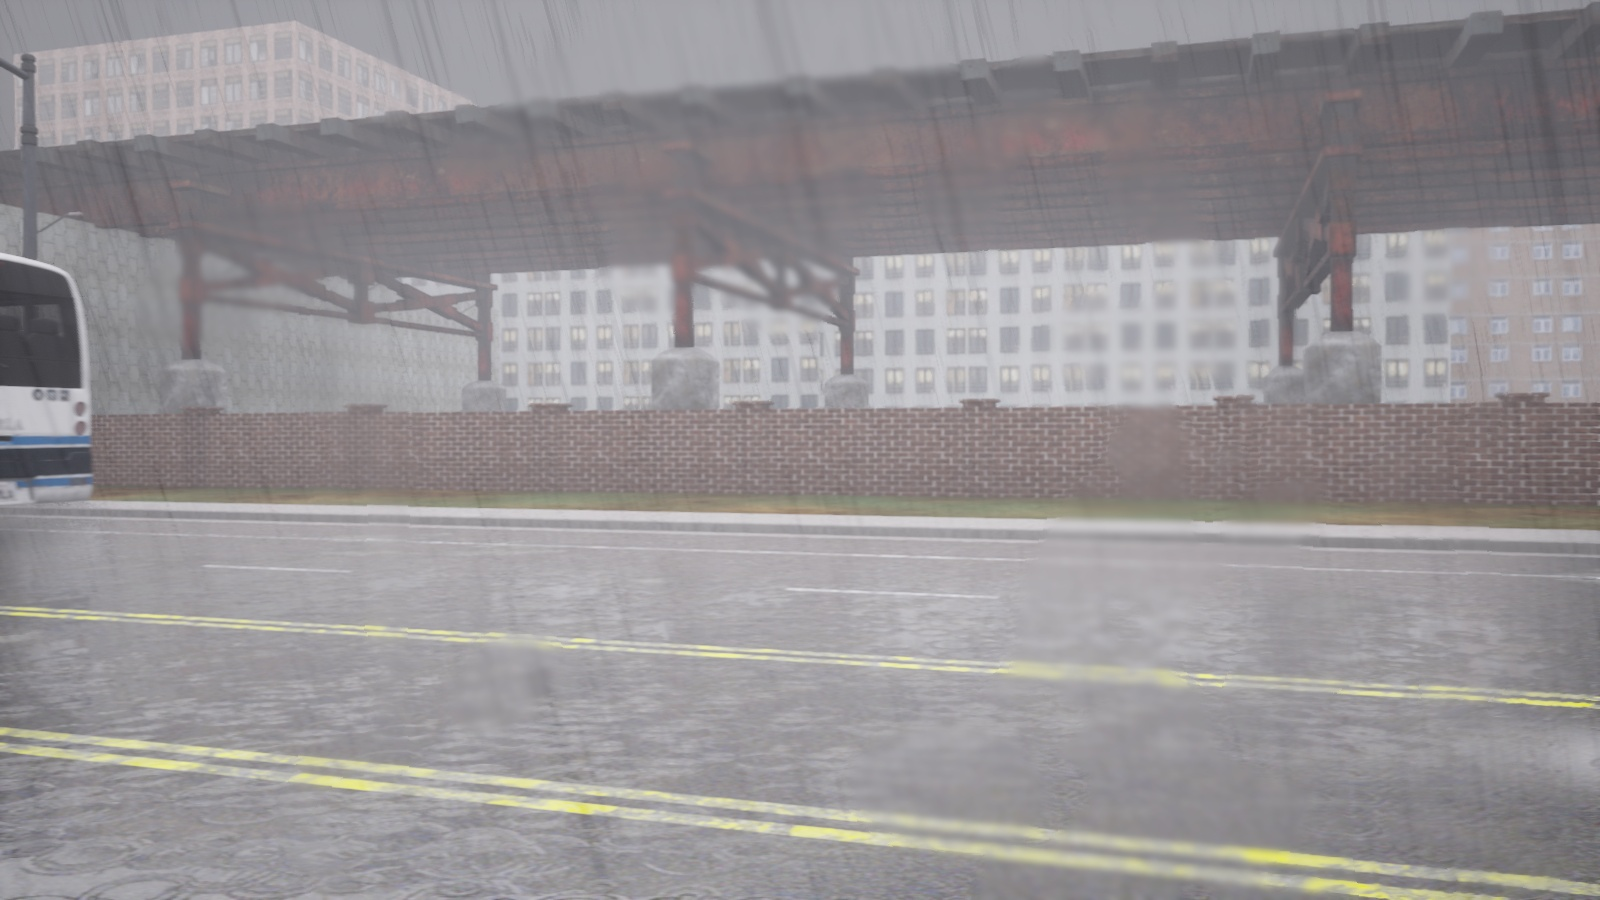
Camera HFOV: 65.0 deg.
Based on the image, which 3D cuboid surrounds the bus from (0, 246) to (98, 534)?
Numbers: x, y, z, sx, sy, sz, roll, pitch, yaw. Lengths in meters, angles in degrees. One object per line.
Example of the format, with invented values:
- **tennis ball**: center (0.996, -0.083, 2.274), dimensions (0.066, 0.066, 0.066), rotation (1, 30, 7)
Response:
- **bus**: center (-16.769, -0.922, 19.929), dimensions (10.273, 4.253, 3.944), rotation (1, 1, 19)
